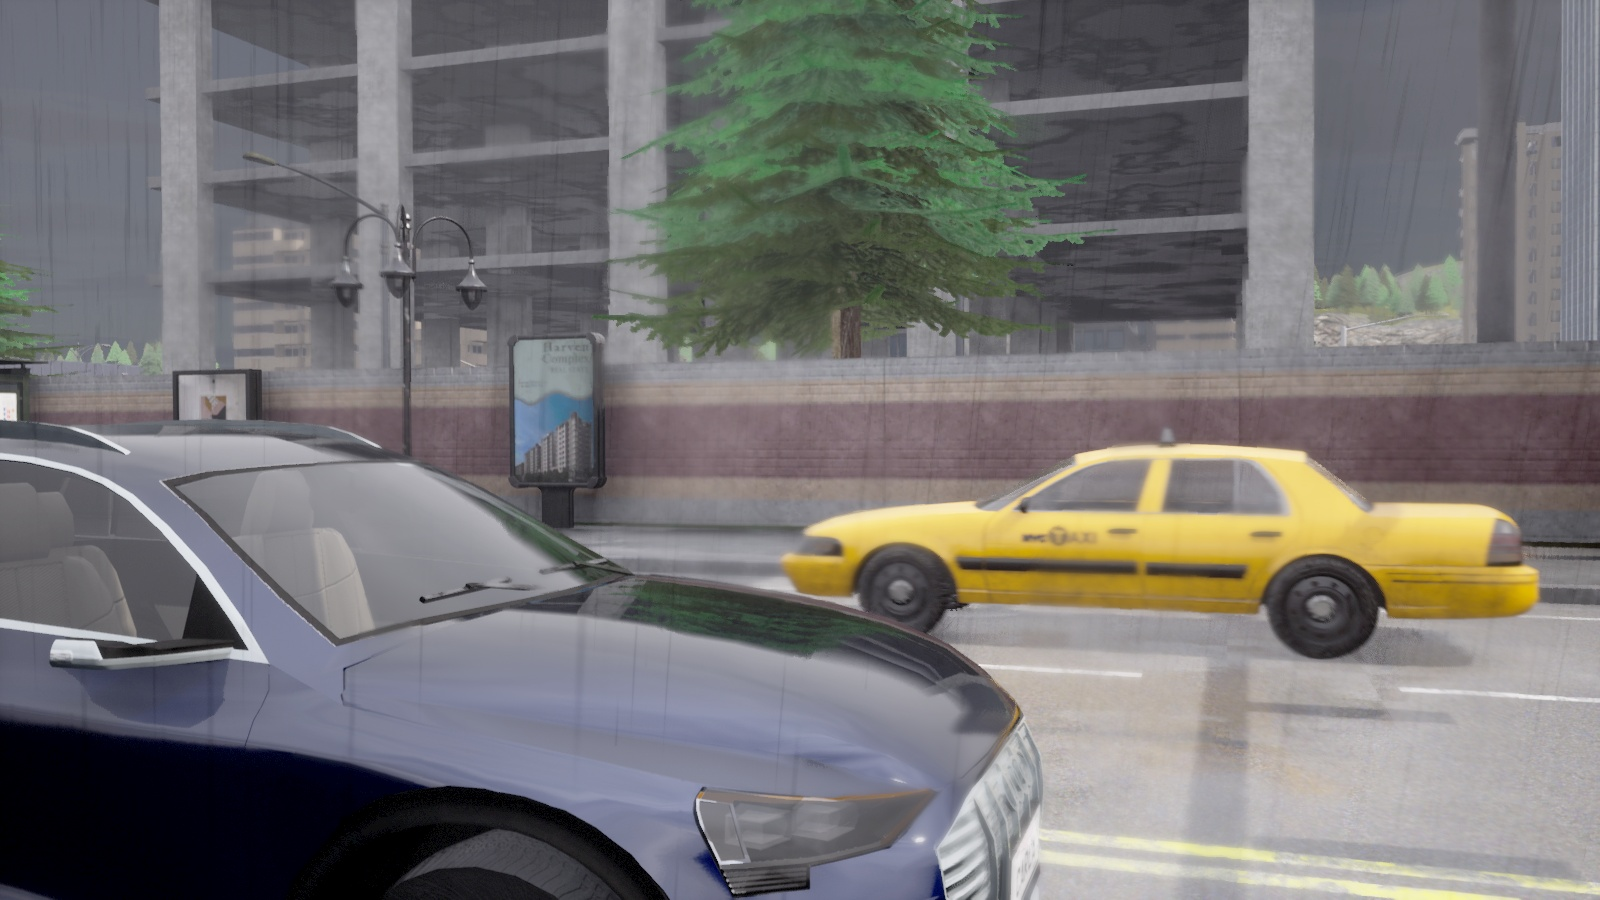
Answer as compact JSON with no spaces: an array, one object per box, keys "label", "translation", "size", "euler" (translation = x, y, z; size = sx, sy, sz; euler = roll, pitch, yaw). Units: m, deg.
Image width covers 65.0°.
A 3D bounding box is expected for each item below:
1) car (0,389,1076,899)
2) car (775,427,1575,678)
[{"label":"car","translation":[-1.758,0.692,3.783],"size":[4.856,1.649,2.033],"euler":[0,1,19]},{"label":"car","translation":[2.638,0.622,9.651],"size":[5.366,1.575,1.801],"euler":[0,1,19]}]
